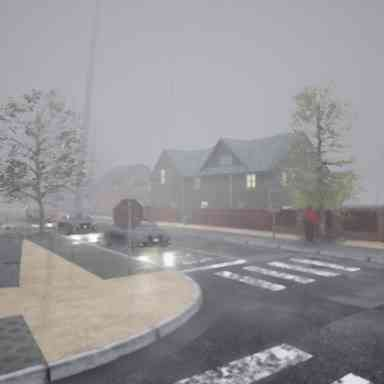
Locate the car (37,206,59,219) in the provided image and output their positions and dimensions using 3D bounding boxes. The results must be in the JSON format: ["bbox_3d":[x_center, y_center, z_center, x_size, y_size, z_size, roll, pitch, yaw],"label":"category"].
[{"bbox_3d":[-20.040,2.800,46.092,1.882,1.535,5.008,0,-1,-35],"label":"car"}]

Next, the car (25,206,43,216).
[{"bbox_3d":[-25.963,3.068,54.508,1.882,1.535,5.008,0,-1,-35],"label":"car"}]

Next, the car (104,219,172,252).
[{"bbox_3d":[-2.761,2.011,16.406,1.994,1.385,4.181,0,-1,-36],"label":"car"}]

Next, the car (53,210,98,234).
[{"bbox_3d":[-8.522,2.271,24.598,1.994,1.385,4.181,0,-1,-35],"label":"car"}]

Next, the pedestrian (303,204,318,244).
[{"bbox_3d":[5.340,1.414,15.085,0.375,1.860,0.375,-2,1,-35],"label":"pedestrian"}]

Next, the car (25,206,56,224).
[{"bbox_3d":[-16.687,2.579,36.250,1.837,1.490,4.892,0,-1,-35],"label":"car"}]
